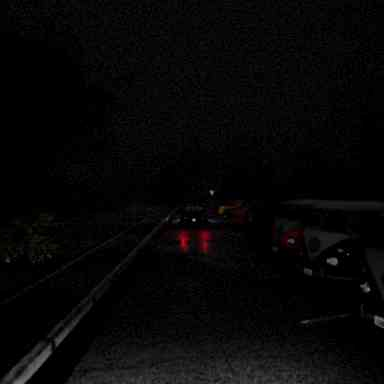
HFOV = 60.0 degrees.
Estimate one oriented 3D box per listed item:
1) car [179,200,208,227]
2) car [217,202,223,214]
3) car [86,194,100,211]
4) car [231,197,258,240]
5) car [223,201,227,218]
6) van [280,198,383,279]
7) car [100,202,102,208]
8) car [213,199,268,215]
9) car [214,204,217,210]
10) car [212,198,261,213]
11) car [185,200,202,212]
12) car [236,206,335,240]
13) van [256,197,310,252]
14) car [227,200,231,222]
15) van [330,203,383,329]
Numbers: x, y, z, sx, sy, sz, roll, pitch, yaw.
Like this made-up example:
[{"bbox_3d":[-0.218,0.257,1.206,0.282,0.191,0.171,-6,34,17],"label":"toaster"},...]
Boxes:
[{"bbox_3d":[0.112,1.532,22.827,1.812,1.442,4.674,0,0,0],"label":"car"},{"bbox_3d":[4.821,1.522,26.616,4.792,1.488,2.163,1,0,-20],"label":"car"},{"bbox_3d":[-13.300,1.216,36.341,5.566,2.045,2.435,-1,0,-20],"label":"car"},{"bbox_3d":[4.862,1.239,14.321,5.566,2.045,2.435,1,0,-20],"label":"car"},{"bbox_3d":[4.872,1.367,23.247,4.553,1.767,2.185,1,0,-20],"label":"car"},{"bbox_3d":[4.725,1.261,8.314,4.442,1.987,1.878,1,0,-20],"label":"van"},{"bbox_3d":[-13.433,1.453,39.316,5.366,1.575,1.946,-1,1,-20],"label":"car"},{"bbox_3d":[4.852,1.496,33.416,4.892,1.521,2.231,1,0,-20],"label":"car"},{"bbox_3d":[5.024,1.494,30.091,5.366,1.575,1.946,1,0,-20],"label":"car"},{"bbox_3d":[4.870,1.496,36.810,4.892,1.521,2.231,1,0,-20],"label":"car"},{"bbox_3d":[0.139,1.606,39.379,1.895,1.301,4.718,0,0,0],"label":"car"},{"bbox_3d":[4.836,1.531,17.284,4.674,1.452,2.002,1,0,-20],"label":"car"},{"bbox_3d":[4.724,1.262,11.291,4.442,1.987,1.878,1,0,-20],"label":"van"},{"bbox_3d":[4.807,1.365,20.256,4.553,1.767,2.185,1,0,-20],"label":"car"},{"bbox_3d":[4.726,1.260,5.335,4.442,1.987,1.878,1,0,-20],"label":"van"}]
